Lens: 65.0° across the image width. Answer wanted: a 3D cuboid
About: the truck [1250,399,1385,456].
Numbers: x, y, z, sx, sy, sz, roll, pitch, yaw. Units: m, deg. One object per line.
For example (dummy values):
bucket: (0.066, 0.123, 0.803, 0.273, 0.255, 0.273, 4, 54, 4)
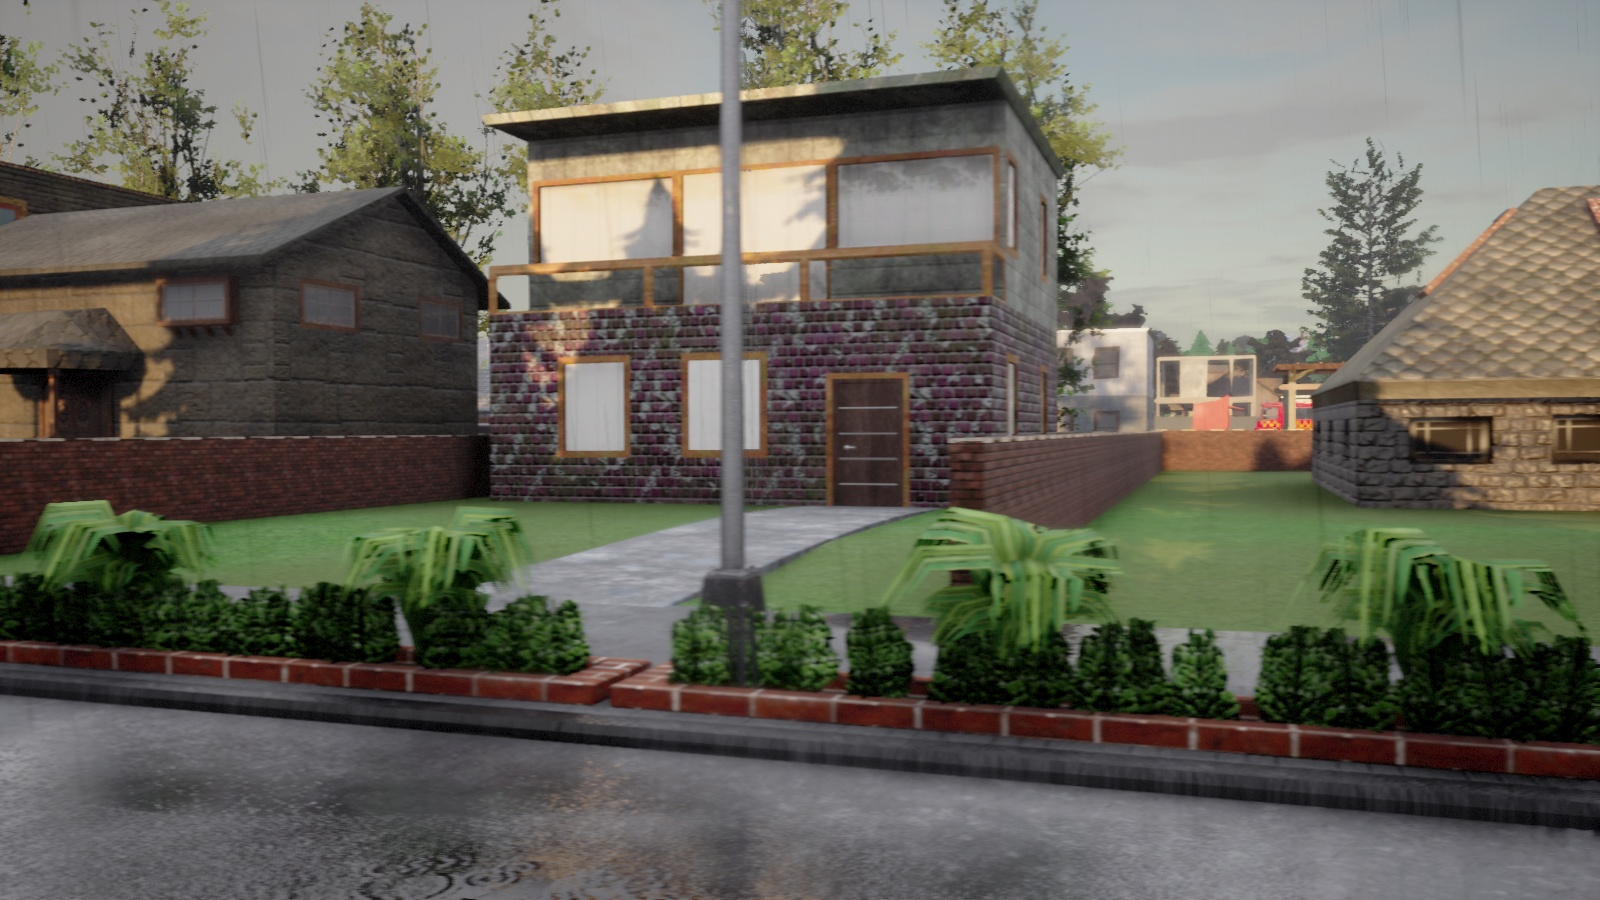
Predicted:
truck: (35.722, -1.598, 87.049, 8.468, 3.827, 2.891, 1, 1, 20)
